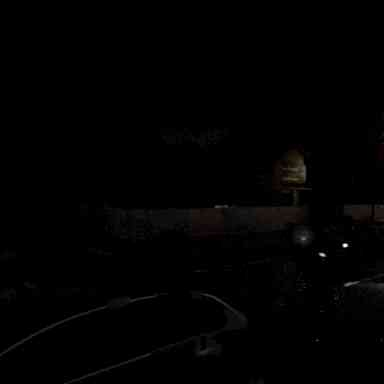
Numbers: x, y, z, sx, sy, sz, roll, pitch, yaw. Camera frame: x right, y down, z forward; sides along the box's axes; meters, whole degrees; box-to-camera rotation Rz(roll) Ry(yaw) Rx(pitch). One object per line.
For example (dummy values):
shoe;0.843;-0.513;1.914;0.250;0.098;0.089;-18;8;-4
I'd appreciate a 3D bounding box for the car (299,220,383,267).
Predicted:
car;5.956;1.720;11.929;4.718;1.301;1.895;1;0;-36

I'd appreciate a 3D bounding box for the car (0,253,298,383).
car;-1.118;1.516;2.885;4.892;1.490;1.837;1;-1;-36

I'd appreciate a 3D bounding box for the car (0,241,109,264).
car;-2.796;1.580;5.664;4.181;1.385;1.994;1;0;-34
